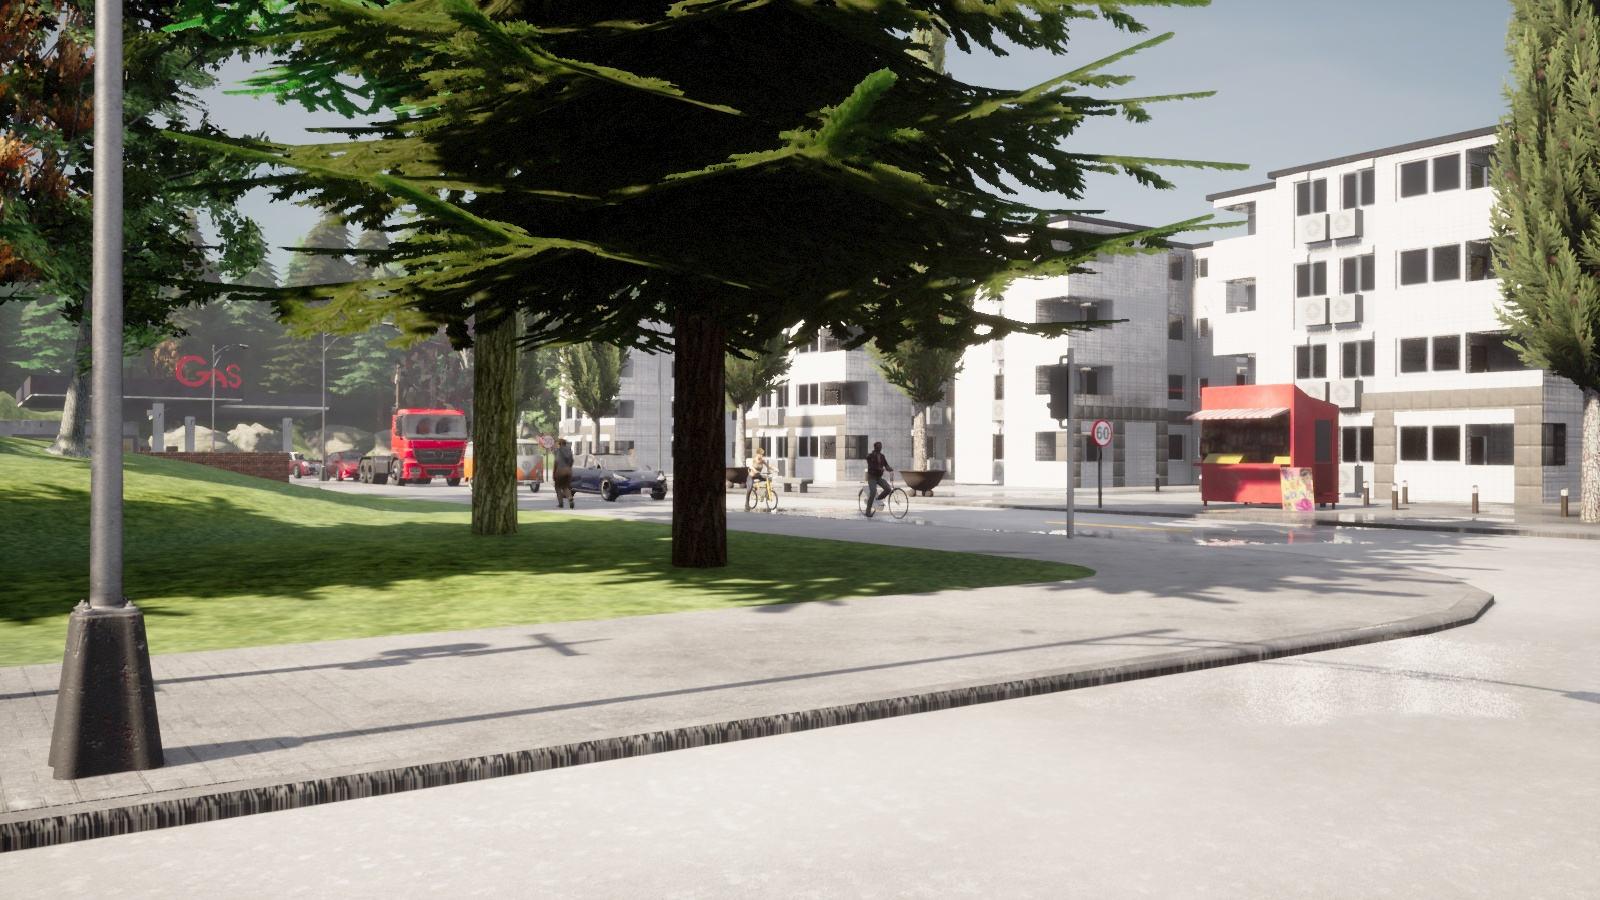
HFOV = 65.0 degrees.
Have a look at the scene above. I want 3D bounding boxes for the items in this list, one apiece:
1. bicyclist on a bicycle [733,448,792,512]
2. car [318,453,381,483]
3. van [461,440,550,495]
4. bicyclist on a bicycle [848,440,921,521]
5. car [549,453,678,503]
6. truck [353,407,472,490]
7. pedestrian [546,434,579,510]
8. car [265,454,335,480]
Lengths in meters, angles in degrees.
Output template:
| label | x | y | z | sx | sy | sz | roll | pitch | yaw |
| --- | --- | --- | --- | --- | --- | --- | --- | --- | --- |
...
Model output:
| label | x | y | z | sx | sy | sz | roll | pitch | yaw |
| --- | --- | --- | --- | --- | --- | --- | --- | --- | --- |
| bicyclist on a bicycle | -0.994 | 0.764 | 32.824 | 0.866 | 1.612 | 1.509 | 0 | 0 | -35 |
| car | -23.367 | 0.900 | 65.050 | 2.007 | 1.525 | 4.514 | 0 | 0 | -35 |
| van | -11.201 | 0.638 | 47.506 | 1.775 | 1.987 | 4.442 | 0 | 0 | -35 |
| bicyclist on a bicycle | 1.906 | 0.681 | 28.688 | 0.659 | 1.776 | 1.843 | 0 | 0 | -34 |
| car | -6.035 | 0.855 | 40.067 | 2.163 | 1.488 | 4.792 | 0 | 0 | -35 |
| truck | -17.609 | -0.061 | 56.731 | 2.891 | 3.462 | 7.936 | 0 | 0 | -35 |
| pedestrian | -5.864 | 0.543 | 30.990 | 0.540 | 1.848 | 0.694 | 0 | 0 | -36 |
| car | -28.525 | 0.947 | 71.576 | 3.806 | 1.475 | 1.970 | 0 | 0 | 36 |
